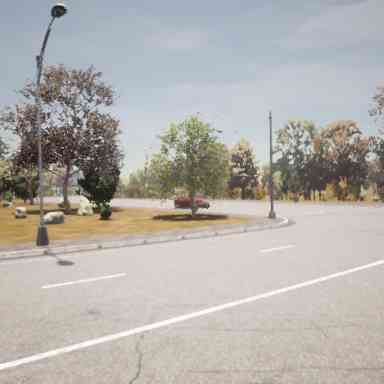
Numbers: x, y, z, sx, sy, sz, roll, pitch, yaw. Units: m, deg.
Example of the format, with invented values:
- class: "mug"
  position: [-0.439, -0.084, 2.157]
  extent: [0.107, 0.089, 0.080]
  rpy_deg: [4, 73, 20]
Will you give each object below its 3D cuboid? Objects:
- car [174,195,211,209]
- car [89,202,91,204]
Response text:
- class: "car"
  position: [-0.007, 1.119, 36.991]
  extent: [1.882, 1.535, 5.008]
  rpy_deg: [-2, 1, -39]
- class: "car"
  position: [-15.956, 0.838, 56.711]
  extent: [2.150, 2.045, 5.566]
  rpy_deg: [-2, 1, -39]
